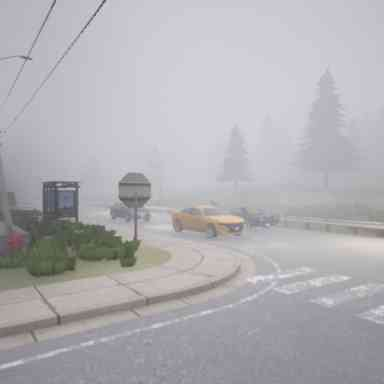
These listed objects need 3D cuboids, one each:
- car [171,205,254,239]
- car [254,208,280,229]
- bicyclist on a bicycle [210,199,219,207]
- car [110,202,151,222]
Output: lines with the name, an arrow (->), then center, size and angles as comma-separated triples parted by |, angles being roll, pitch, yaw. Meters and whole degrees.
car -> 0.743, 1.486, 17.913 | 1.882, 1.535, 5.008 | 0, 0, -34
car -> 3.128, 1.612, 21.168 | 1.895, 1.301, 4.718 | 0, 0, -36
bicyclist on a bicycle -> 1.880, 1.418, 28.739 | 1.656, 1.620, 0.582 | -7, 4, -34
car -> -4.956, 1.500, 26.321 | 2.128, 1.511, 4.902 | 0, 0, -34
